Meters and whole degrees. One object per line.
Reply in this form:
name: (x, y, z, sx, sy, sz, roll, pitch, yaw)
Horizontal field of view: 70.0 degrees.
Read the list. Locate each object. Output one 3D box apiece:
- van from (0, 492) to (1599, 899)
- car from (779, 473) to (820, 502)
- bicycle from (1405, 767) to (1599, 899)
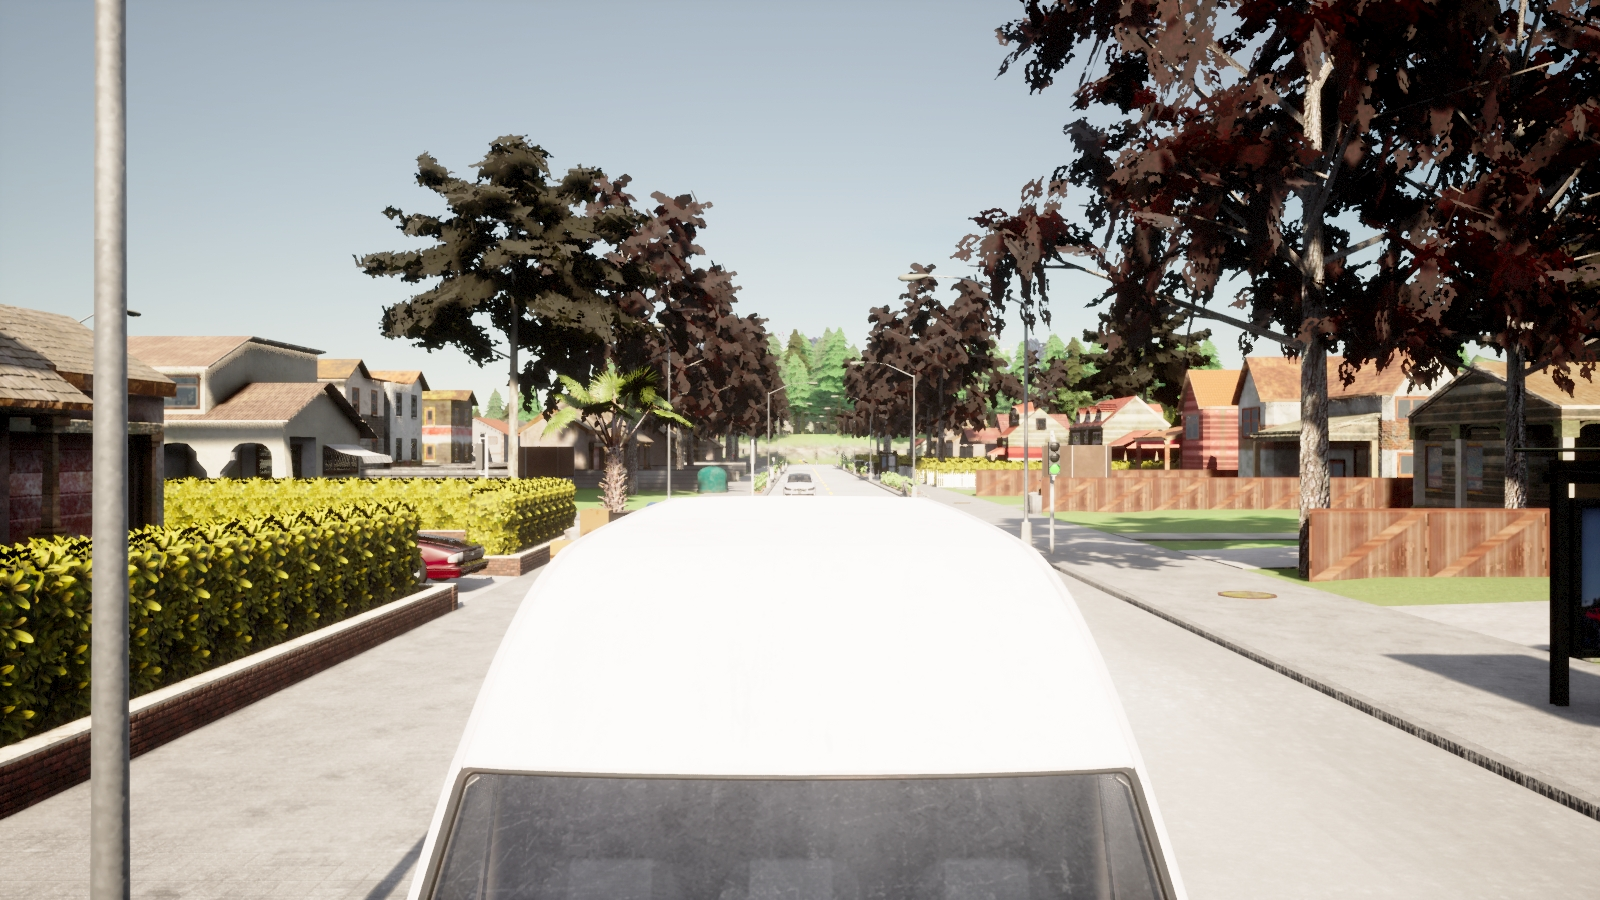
van: (0.002, 1.537, 4.030, 1.988, 2.561, 5.915, 0, 0, 0)
car: (-0.024, 2.087, 64.511, 2.231, 1.480, 4.892, 0, 0, 0)
bicycle: (2.687, 2.062, 3.843, 0.329, 1.471, 1.835, 0, 0, 0)
